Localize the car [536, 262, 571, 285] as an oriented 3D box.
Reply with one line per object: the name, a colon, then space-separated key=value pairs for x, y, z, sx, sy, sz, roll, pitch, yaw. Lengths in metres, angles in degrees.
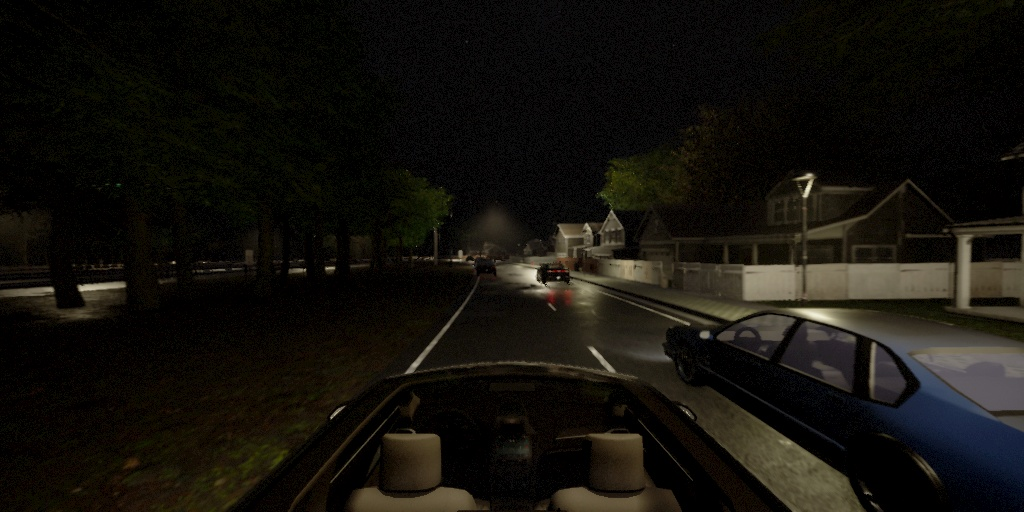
car: x=2.833 y=1.198 z=25.378 sx=2.128 sy=1.511 sz=4.902 roll=0 pitch=0 yaw=-3

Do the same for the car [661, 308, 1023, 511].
car: x=3.579 y=1.294 z=3.904 sx=2.033 sy=1.411 sz=5.357 roll=0 pitch=0 yaw=0

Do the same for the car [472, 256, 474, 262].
car: x=-4.300 y=0.947 z=51.223 sx=2.097 sy=1.767 sz=4.553 roll=0 pitch=0 yaw=-8

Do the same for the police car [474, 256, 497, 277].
police car: x=-2.546 y=1.104 z=35.432 sx=1.930 sy=1.638 sz=5.238 roll=0 pitch=0 yaw=-5
